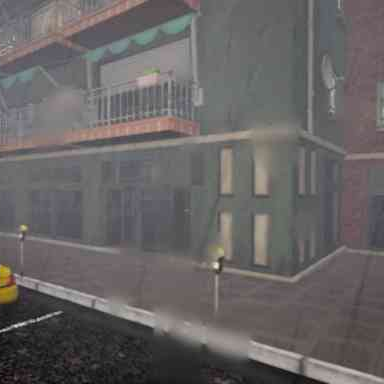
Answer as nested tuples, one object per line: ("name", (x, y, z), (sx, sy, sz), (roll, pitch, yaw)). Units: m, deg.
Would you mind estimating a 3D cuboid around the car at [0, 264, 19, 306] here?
("car", (-5.363, 1.514, 6.699), (4.829, 1.417, 1.752), (0, 0, 36))
